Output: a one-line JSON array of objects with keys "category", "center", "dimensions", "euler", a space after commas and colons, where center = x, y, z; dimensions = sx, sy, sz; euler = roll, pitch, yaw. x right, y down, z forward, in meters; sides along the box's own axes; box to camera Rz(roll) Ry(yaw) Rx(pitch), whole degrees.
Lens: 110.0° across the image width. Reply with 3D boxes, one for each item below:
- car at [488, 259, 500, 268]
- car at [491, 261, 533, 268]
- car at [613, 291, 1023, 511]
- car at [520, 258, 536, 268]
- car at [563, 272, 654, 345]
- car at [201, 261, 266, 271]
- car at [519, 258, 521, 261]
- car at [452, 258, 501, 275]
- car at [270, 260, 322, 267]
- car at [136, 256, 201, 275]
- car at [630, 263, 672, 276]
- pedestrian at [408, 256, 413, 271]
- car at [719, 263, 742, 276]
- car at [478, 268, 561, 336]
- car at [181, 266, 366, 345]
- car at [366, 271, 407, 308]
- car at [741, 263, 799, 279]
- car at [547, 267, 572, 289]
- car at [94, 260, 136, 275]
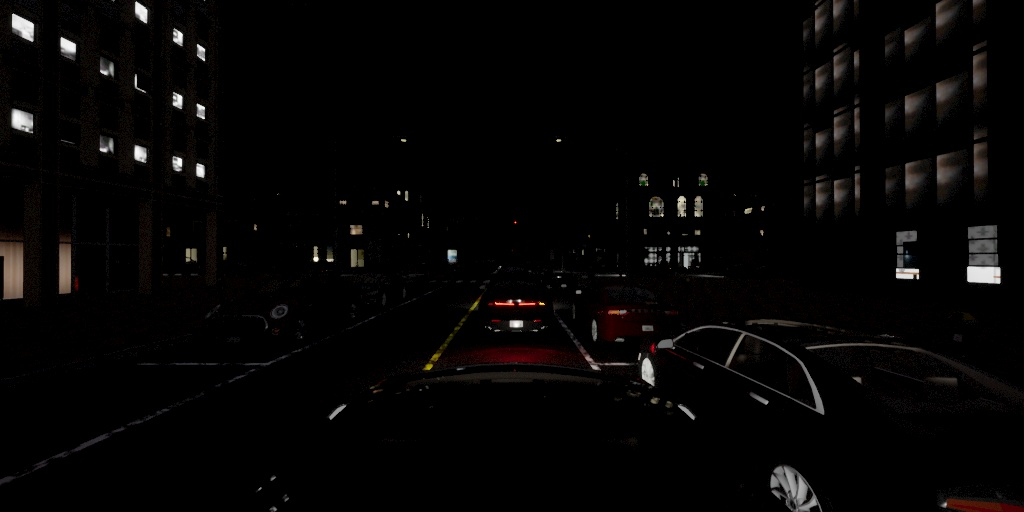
[{"category": "car", "center": [-3.114, 1.263, 63.191], "dimensions": [1.837, 1.490, 4.892], "euler": [0, 0, 0]}, {"category": "car", "center": [0.081, 1.230, 20.531], "dimensions": [1.882, 1.535, 5.008], "euler": [0, 0, 2]}, {"category": "car", "center": [2.689, 1.301, 3.634], "dimensions": [2.007, 1.370, 4.403], "euler": [0, 0, 0]}, {"category": "car", "center": [2.650, 1.322, 53.100], "dimensions": [1.948, 1.339, 4.313], "euler": [0, 0, 0]}, {"category": "car", "center": [2.685, 1.296, 9.326], "dimensions": [1.888, 1.381, 4.507], "euler": [0, 0, 0]}, {"category": "car", "center": [-25.440, 1.177, 33.091], "dimensions": [4.403, 1.370, 2.007], "euler": [0, 0, 1]}, {"category": "car", "center": [2.641, 1.340, 64.142], "dimensions": [1.802, 1.307, 4.207], "euler": [0, 0, 0]}, {"category": "car", "center": [-4.037, 1.246, 38.771], "dimensions": [4.902, 1.511, 2.128], "euler": [0, 0, -37]}, {"category": "car", "center": [-20.763, 1.163, 35.615], "dimensions": [4.892, 1.490, 1.837], "euler": [1, 0, 1]}, {"category": "car", "center": [-30.976, 0.917, 33.171], "dimensions": [5.009, 1.841, 2.192], "euler": [0, 0, 1]}, {"category": "car", "center": [14.782, 1.403, 38.296], "dimensions": [4.181, 1.385, 1.994], "euler": [0, 0, 1]}, {"category": "pedestrian", "center": [-12.585, 0.885, 44.235], "dimensions": [0.375, 1.860, 0.375], "euler": [0, -1, 1]}, {"category": "car", "center": [24.597, 1.413, 38.157], "dimensions": [4.674, 1.442, 1.812], "euler": [0, 0, 1]}, {"category": "car", "center": [0.094, 1.256, 10.342], "dimensions": [1.837, 1.490, 4.892], "euler": [0, 0, 0]}, {"category": "car", "center": [-5.696, 1.190, 9.336], "dimensions": [1.967, 1.591, 4.097], "euler": [0, 0, 0]}, {"category": "car", "center": [-5.700, 1.302, 15.028], "dimensions": [2.007, 1.370, 4.403], "euler": [0, 0, 0]}, {"category": "car", "center": [23.618, 1.433, 32.339], "dimensions": [4.207, 1.307, 1.802], "euler": [0, 0, 1]}, {"category": "car", "center": [2.676, 1.302, 20.710], "dimensions": [2.007, 1.370, 4.403], "euler": [0, 0, 0]}, {"category": "car", "center": [-36.513, 1.130, 33.252], "dimensions": [4.403, 1.370, 2.007], "euler": [0, 0, 1]}]
